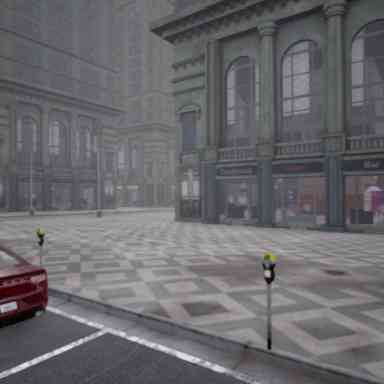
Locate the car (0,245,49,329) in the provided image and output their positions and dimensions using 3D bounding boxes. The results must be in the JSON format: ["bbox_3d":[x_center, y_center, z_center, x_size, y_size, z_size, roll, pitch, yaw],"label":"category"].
[{"bbox_3d":[-4.505,1.563,6.184,4.507,1.381,1.887,0,0,35],"label":"car"}]
